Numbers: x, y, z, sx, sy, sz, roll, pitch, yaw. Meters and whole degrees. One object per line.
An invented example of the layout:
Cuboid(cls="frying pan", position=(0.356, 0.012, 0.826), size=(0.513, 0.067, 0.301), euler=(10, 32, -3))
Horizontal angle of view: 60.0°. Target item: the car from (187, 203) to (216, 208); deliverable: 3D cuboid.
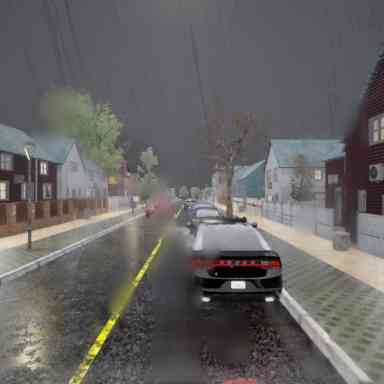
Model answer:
Cuboid(cls="car", position=(0.782, 1.536, 18.311), size=(1.812, 1.442, 4.674), euler=(0, 0, 0))

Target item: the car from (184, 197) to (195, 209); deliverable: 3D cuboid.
Cuboid(cls="car", position=(-0.085, 1.595, 44.897), size=(2.128, 1.511, 4.902), euler=(0, 0, 1))

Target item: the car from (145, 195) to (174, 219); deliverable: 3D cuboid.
Cuboid(cls="car", position=(-2.820, 1.260, 30.002), size=(2.150, 2.045, 5.566), euler=(0, 0, 0))

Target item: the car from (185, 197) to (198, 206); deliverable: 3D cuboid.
Cuboid(cls="car", position=(-0.136, 1.679, 58.084), size=(2.128, 1.511, 4.902), euler=(0, 0, 0))

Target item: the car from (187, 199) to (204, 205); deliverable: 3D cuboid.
Cuboid(cls="car", position=(0.768, 1.500, 24.312), size=(1.882, 1.535, 5.008), euler=(0, 0, 0))

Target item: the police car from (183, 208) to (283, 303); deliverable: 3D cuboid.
Cuboid(cls="police car", position=(0.805, 1.426, 8.420), size=(1.930, 1.638, 5.238), euler=(0, 0, 0))
